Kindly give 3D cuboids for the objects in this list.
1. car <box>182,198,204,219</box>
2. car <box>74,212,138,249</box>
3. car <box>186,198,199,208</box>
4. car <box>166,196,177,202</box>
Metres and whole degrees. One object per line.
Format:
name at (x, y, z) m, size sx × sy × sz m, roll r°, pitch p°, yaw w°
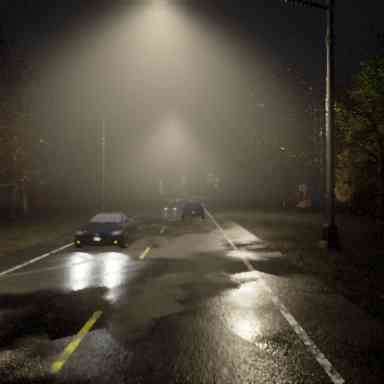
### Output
car at (0.101, 1.528, 29.957) m, size 1.882 × 1.535 × 5.008 m, roll 0°, pitch 0°, yaw 0°
car at (-3.593, 1.589, 14.559) m, size 1.994 × 1.385 × 4.181 m, roll 0°, pitch 0°, yaw 0°
car at (0.098, 1.636, 52.291) m, size 2.033 × 1.411 × 5.357 m, roll 0°, pitch 0°, yaw 0°
car at (-3.498, 1.337, 56.085) m, size 1.812 × 1.442 × 4.674 m, roll 0°, pitch 0°, yaw 0°
